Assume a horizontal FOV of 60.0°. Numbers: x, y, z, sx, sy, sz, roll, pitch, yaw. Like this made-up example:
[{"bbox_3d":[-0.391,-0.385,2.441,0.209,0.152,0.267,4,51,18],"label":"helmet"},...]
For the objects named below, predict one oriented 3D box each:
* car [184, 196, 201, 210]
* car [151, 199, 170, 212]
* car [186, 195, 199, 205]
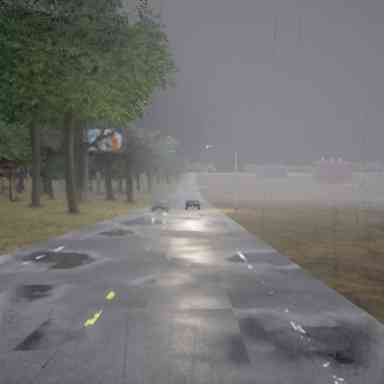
[{"bbox_3d":[0.083,1.447,42.808,1.837,1.490,4.892,0,-1,0],"label":"car"},{"bbox_3d":[-3.530,1.510,38.243,2.033,1.411,5.357,0,0,0],"label":"car"},{"bbox_3d":[0.076,1.369,55.764,2.128,1.511,4.902,0,0,0],"label":"car"}]
